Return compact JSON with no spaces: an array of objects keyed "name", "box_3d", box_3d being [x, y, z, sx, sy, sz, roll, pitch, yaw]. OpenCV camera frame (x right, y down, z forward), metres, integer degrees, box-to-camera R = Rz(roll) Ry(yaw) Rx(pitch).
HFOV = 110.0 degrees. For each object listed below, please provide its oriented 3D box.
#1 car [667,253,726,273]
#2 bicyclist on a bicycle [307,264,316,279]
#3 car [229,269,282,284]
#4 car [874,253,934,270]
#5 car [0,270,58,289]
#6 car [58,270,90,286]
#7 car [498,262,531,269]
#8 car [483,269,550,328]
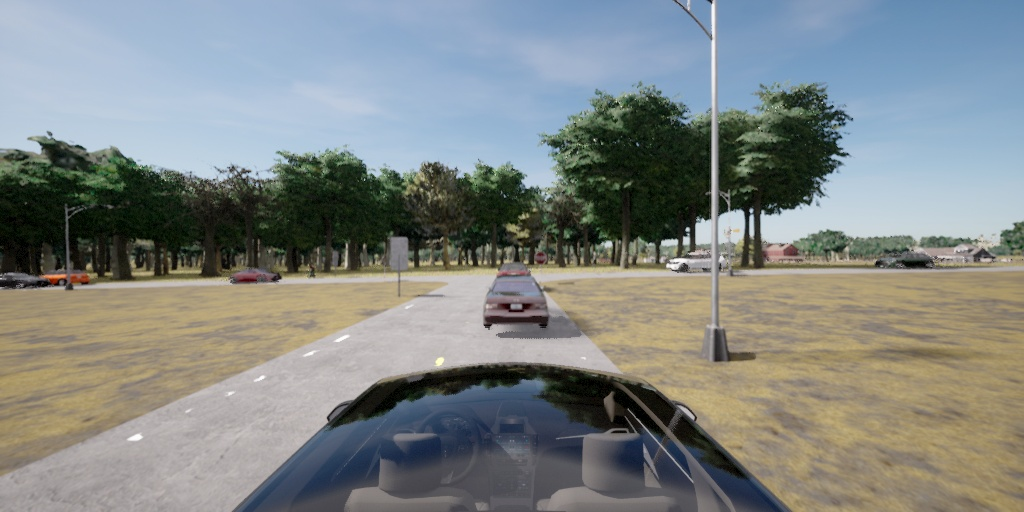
[{"name":"car","box_3d":[19.129,0.676,37.243,5.566,2.045,2.150,-1,1,0]},{"name":"bicyclist on a bicycle","box_3d":[-22.590,1.727,40.382,0.582,1.620,1.656,-1,0,0]},{"name":"car","box_3d":[-24.546,1.920,34.416,4.181,1.385,1.994,-1,1,0]},{"name":"car","box_3d":[40.560,0.463,37.164,4.553,1.767,2.097,-1,1,0]},{"name":"car","box_3d":[-47.617,2.429,34.538,4.892,1.490,1.837,-2,1,1]},{"name":"car","box_3d":[-47.219,2.237,37.373,4.553,1.767,2.097,-1,1,1]},{"name":"car","box_3d":[0.159,1.154,22.000,2.097,1.767,4.553,0,0,1]},{"name":"car","box_3d":[0.103,1.314,11.438,2.033,1.411,5.357,0,0,0]}]
